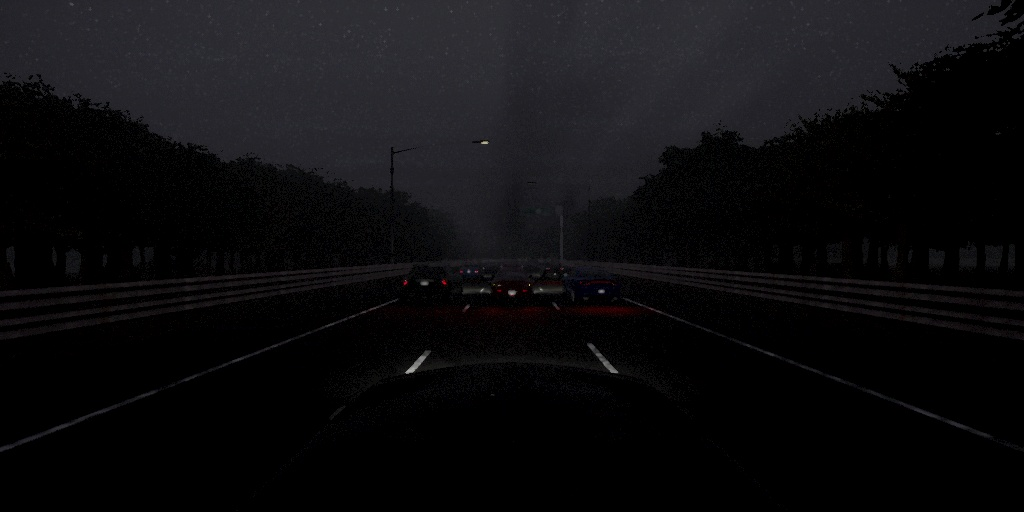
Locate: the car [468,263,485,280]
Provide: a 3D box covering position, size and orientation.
[{"bbox_3d":[-3.500,1.330,31.500,2.033,1.411,5.357,0,0,0],"label":"car"}]

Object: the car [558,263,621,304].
[{"bbox_3d":[3.500,1.237,16.500,1.882,1.535,5.008,0,0,0],"label":"car"}]

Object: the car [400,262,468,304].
[{"bbox_3d":[-3.500,1.118,16.470,2.097,1.767,4.553,0,0,0],"label":"car"}]

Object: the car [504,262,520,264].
[{"bbox_3d":[0.000,1.251,31.501,1.882,1.535,5.008,0,0,0],"label":"car"}]

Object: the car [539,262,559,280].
[{"bbox_3d":[3.500,1.262,31.500,2.128,1.511,4.902,0,0,0],"label":"car"}]

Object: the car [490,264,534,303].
[{"bbox_3d":[0.000,1.285,16.501,1.812,1.442,4.674,0,0,0],"label":"car"}]
